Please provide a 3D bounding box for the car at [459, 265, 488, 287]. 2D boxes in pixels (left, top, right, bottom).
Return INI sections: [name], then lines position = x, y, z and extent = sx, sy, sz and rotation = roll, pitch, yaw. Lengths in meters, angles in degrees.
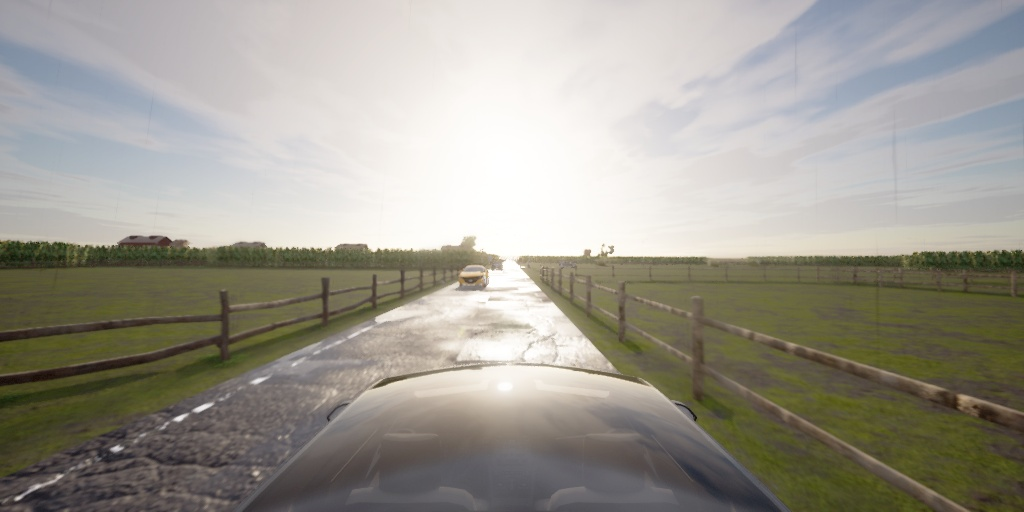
[car]
position = -2.856, 1.456, 27.332
extent = 1.882, 1.535, 5.008
rotation = 0, 0, 0
